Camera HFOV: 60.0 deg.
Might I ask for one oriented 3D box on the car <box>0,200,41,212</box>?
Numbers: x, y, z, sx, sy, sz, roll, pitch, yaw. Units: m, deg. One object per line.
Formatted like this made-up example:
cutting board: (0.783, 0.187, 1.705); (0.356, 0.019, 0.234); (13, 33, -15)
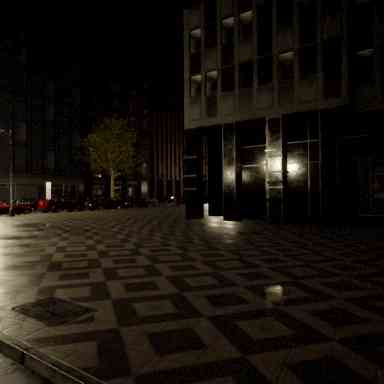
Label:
car: (-20.703, 1.643, 40.030); (1.947, 1.339, 4.313); (-1, 0, 35)

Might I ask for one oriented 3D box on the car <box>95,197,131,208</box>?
car: (-11.456, 1.501, 48.510); (2.128, 1.511, 4.902); (-1, 0, 35)

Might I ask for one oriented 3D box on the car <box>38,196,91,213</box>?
car: (-13.702, 1.291, 35.171); (2.192, 1.841, 5.009); (-1, 0, 35)

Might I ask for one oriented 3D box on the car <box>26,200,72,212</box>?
car: (-17.210, 1.639, 40.238); (1.895, 1.301, 4.718); (-1, 0, 35)

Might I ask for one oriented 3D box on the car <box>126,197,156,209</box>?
car: (-7.274, 1.510, 44.435); (1.947, 1.339, 4.313); (-1, 0, 35)

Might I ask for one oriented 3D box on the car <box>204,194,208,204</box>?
car: (2.365, 1.223, 58.338); (2.192, 1.841, 5.009); (-1, 0, 35)

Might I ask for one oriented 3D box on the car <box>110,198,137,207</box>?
car: (-11.061, 1.613, 53.932); (1.802, 1.307, 4.206); (-1, 0, 35)

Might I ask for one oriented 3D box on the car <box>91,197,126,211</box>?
car: (-10.487, 1.525, 39.803); (1.947, 1.339, 4.313); (-1, 0, 35)

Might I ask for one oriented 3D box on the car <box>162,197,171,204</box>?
car: (-4.634, 1.575, 63.201); (1.947, 1.339, 4.313); (-1, 0, 35)

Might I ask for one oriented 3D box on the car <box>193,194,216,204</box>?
car: (2.450, 1.284, 62.985); (2.097, 1.767, 4.553); (-1, 0, 35)

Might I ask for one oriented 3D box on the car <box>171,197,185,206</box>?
car: (-0.847, 1.463, 53.703); (1.887, 1.381, 4.507); (-1, 0, 35)

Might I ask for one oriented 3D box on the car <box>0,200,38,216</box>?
car: (-16.914, 1.577, 30.536); (1.802, 1.307, 4.206); (-1, 0, 35)

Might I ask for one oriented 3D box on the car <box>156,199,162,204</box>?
car: (-7.945, 1.545, 58.426); (1.752, 1.417, 4.829); (-1, 0, 35)

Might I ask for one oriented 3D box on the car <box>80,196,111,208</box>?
car: (-14.277, 1.485, 49.298); (1.967, 1.590, 4.097); (-1, 0, 35)
